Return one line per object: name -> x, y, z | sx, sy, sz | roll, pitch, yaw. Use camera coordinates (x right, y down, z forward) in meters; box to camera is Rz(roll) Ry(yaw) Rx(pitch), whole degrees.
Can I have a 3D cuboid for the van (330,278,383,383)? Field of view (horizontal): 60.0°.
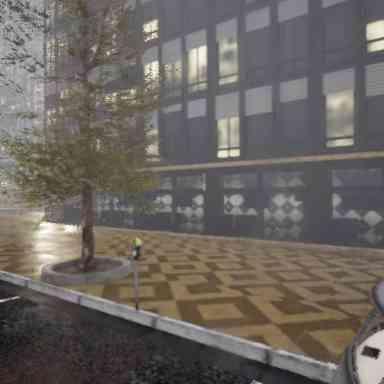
van -> 2.520, 1.342, 1.090 | 3.998, 1.788, 1.690 | 0, -1, 36
